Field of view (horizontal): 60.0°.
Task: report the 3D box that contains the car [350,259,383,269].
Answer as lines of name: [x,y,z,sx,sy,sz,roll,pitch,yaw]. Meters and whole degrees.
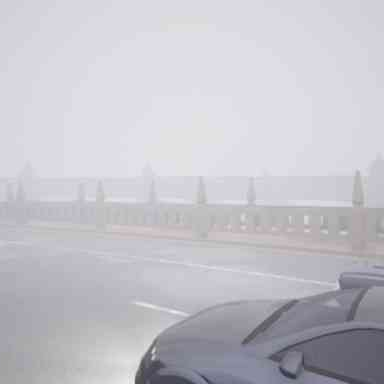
car: [4.642,1.570,4.843,4.718,1.301,1.895,0,0,36]

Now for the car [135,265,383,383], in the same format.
car: [1.504,1.548,2.722,4.181,1.385,1.994,0,0,35]
